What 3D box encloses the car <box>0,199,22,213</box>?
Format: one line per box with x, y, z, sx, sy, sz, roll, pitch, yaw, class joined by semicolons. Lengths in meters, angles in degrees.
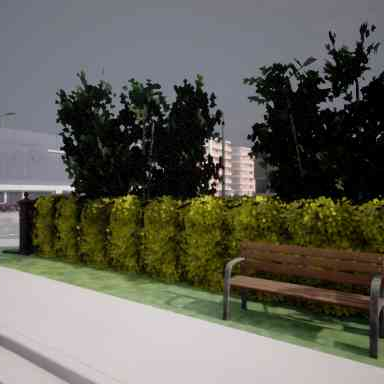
-19.062;1.502;37.544;2.033;1.411;5.357;0;0;35;car

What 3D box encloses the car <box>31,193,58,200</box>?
-15.236;1.167;36.874;2.150;2.045;5.566;0;0;36;car
